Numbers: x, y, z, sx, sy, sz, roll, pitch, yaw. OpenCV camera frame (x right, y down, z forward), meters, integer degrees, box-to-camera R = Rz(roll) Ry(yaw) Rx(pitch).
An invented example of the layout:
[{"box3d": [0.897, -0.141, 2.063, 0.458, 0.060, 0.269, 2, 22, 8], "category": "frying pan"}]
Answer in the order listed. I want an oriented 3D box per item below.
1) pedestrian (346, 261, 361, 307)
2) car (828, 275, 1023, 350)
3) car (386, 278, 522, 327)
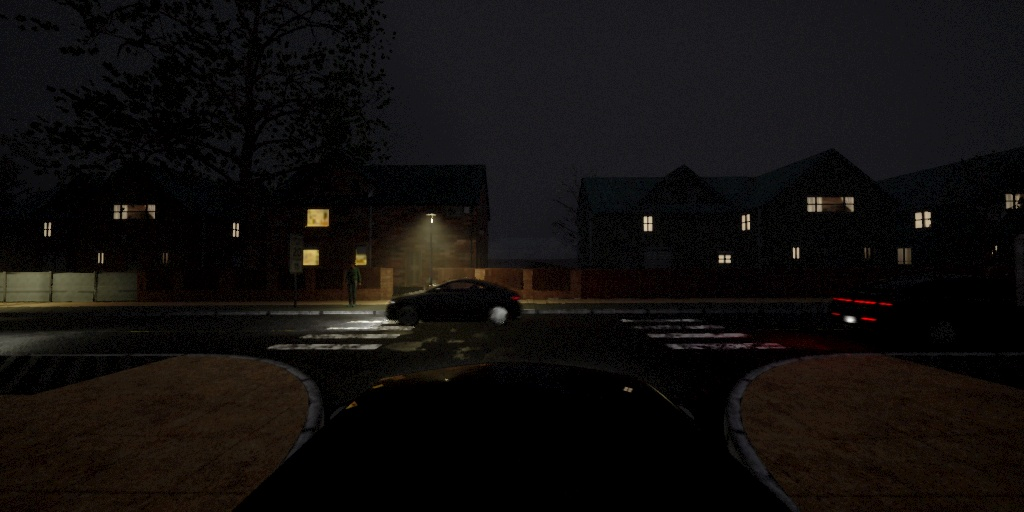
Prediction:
[{"box3d": [-6.468, 1.113, 14.482, 0.375, 1.860, 0.375, 0, -1, 2], "category": "pedestrian"}, {"box3d": [10.119, 1.174, 8.115, 4.892, 1.490, 1.837, 0, -1, 2], "category": "car"}, {"box3d": [-1.761, 1.418, 11.417, 4.181, 1.385, 1.994, 0, -1, 2], "category": "car"}]
